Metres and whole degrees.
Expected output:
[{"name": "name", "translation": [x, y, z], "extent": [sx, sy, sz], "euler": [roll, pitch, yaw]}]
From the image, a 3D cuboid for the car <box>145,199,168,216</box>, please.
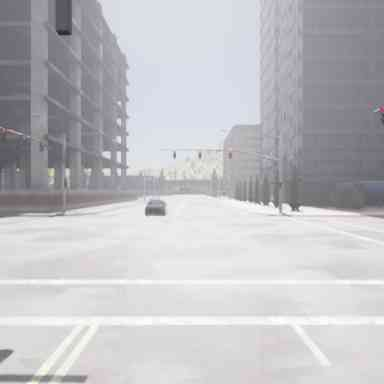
[{"name": "car", "translation": [-3.482, 1.484, 32.801], "extent": [1.882, 1.535, 5.008], "euler": [0, 0, 0]}]
